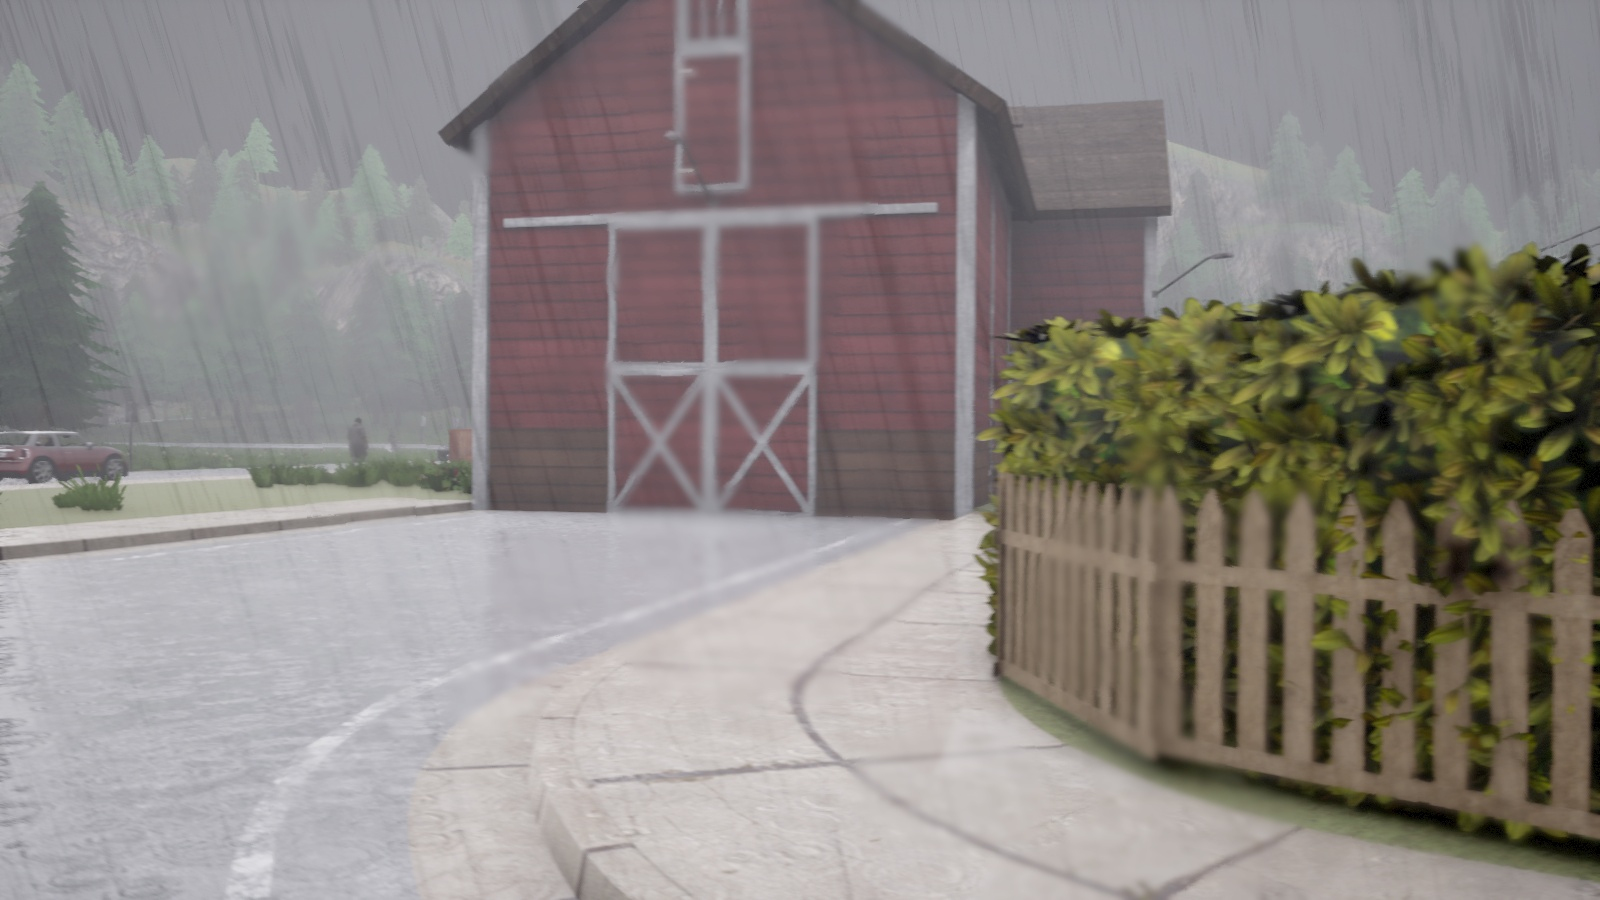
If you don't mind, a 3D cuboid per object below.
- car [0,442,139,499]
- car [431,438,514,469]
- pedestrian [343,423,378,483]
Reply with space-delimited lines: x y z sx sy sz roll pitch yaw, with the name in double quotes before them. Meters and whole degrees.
"car" -20.964 0.540 35.530 1.970 1.475 3.806 -1 1 14
"car" -17.053 0.161 65.675 2.163 1.488 4.792 -1 1 14
"pedestrian" -14.449 0.080 41.270 0.659 1.952 0.873 0 1 17
